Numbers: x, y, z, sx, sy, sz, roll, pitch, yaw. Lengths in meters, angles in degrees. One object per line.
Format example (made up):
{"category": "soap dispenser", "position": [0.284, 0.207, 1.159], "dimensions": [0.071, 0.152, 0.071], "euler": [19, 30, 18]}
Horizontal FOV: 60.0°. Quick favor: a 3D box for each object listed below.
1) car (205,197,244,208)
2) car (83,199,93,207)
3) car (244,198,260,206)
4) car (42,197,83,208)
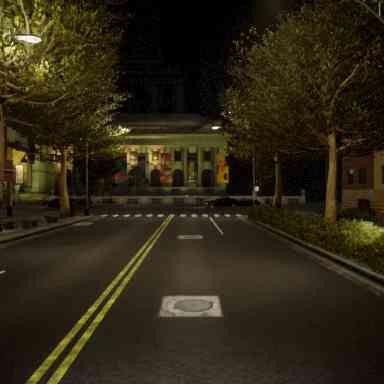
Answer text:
{"category": "car", "position": [4.300, 1.505, 46.598], "dimensions": [4.892, 1.490, 1.837], "euler": [0, 0, 0]}
{"category": "car", "position": [-17.501, 1.601, 50.087], "dimensions": [4.718, 1.301, 1.895], "euler": [0, 0, 0]}
{"category": "car", "position": [7.701, 1.601, 50.095], "dimensions": [4.718, 1.301, 1.895], "euler": [0, 0, 0]}
{"category": "car", "position": [-18.444, 1.504, 46.586], "dimensions": [4.892, 1.490, 1.837], "euler": [0, 0, 0]}
